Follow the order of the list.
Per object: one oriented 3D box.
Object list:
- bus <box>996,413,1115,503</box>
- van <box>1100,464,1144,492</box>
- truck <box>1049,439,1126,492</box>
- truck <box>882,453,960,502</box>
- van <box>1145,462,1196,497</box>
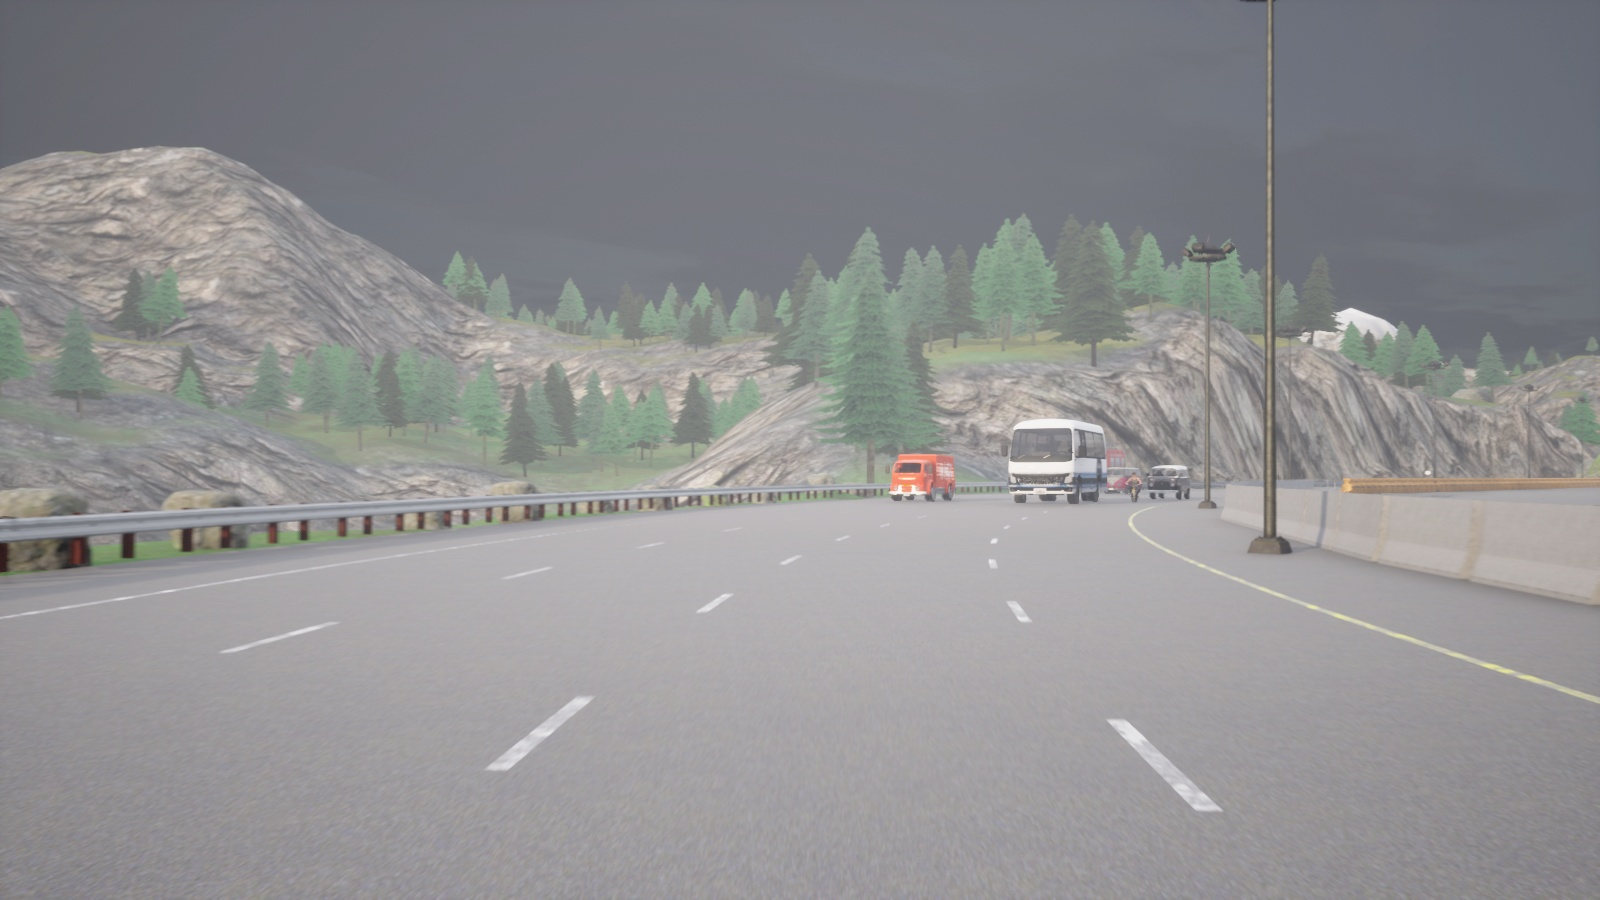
[{"bbox_3d":[13.303,0.492,64.496,3.944,4.253,10.273,-1,-1,23],"label":"bus"},{"bbox_3d":[23.383,2.050,91.124,1.775,1.987,4.442,-1,-1,33],"label":"van"},{"bbox_3d":[21.949,1.206,95.423,2.891,3.827,8.468,-1,-1,34],"label":"truck"},{"bbox_3d":[6.426,1.420,66.101,2.627,2.467,5.204,-1,-1,22],"label":"truck"},{"bbox_3d":[22.083,1.753,74.812,2.069,2.038,4.480,-1,-1,28],"label":"van"}]
